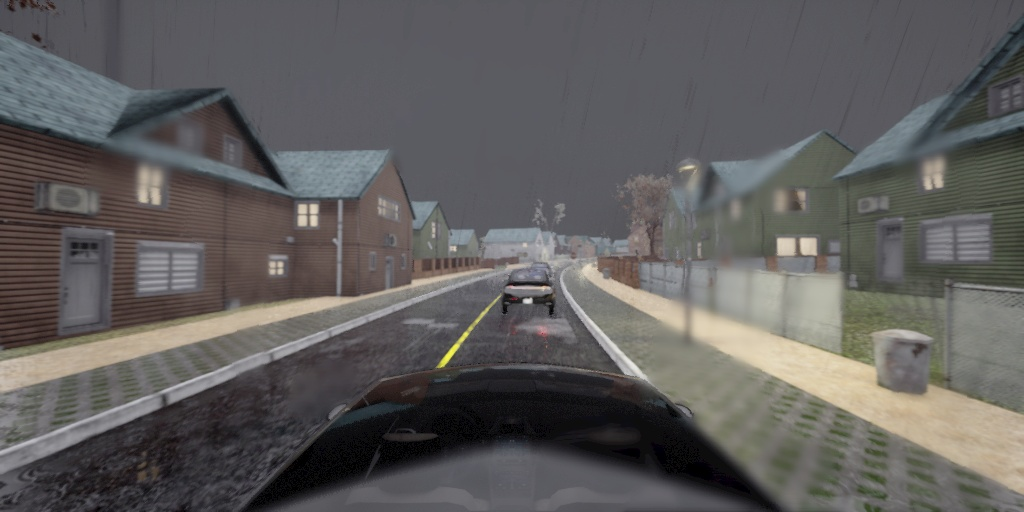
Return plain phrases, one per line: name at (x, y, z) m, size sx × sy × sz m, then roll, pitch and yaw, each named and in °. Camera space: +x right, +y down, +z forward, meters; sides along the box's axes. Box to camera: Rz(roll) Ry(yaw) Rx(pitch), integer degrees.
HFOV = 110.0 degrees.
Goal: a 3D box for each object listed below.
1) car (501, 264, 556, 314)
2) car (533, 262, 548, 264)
car at (0.660, 1.232, 13.836) m, size 2.128 × 1.511 × 4.902 m, roll 0°, pitch 0°, yaw 4°
car at (2.429, 1.232, 30.816) m, size 2.033 × 1.411 × 5.357 m, roll 0°, pitch 0°, yaw 8°
